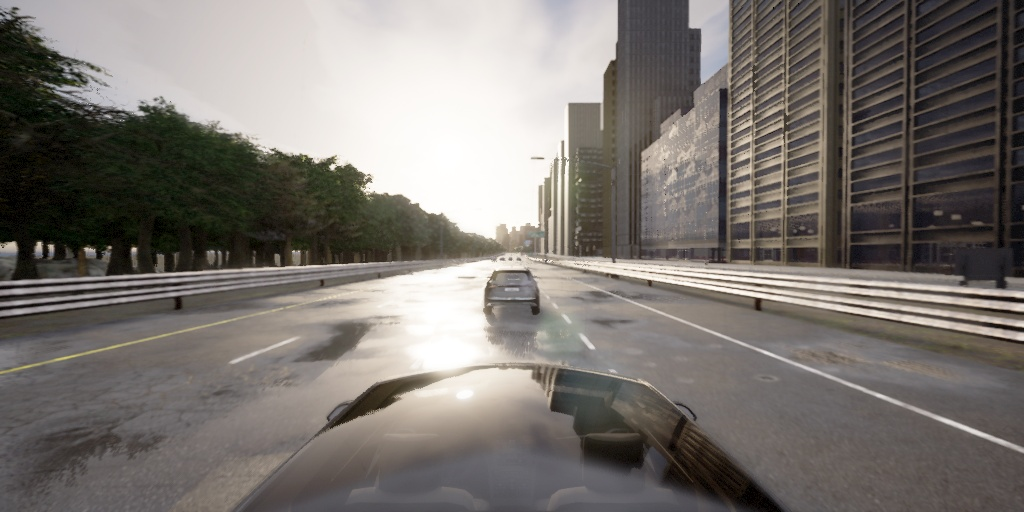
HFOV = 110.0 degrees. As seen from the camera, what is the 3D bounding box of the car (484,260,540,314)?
[{"bbox_3d":[-0.007,1.144,13.879,2.033,1.649,4.856,0,0,0],"label":"car"}]
